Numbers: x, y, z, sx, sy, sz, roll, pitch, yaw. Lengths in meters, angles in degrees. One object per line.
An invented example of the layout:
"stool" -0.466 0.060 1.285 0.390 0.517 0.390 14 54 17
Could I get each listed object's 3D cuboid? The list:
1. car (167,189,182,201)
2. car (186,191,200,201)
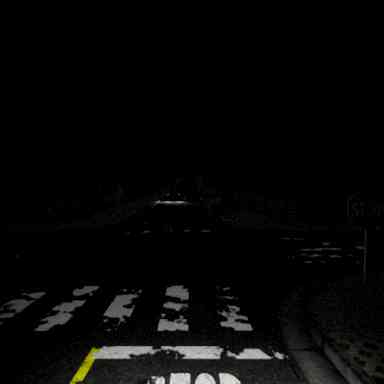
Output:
"car" -2.655 0.379 50.416 2.097 1.767 4.553 0 2 0
"car" 0.095 0.596 50.231 1.994 1.385 4.181 0 2 0
